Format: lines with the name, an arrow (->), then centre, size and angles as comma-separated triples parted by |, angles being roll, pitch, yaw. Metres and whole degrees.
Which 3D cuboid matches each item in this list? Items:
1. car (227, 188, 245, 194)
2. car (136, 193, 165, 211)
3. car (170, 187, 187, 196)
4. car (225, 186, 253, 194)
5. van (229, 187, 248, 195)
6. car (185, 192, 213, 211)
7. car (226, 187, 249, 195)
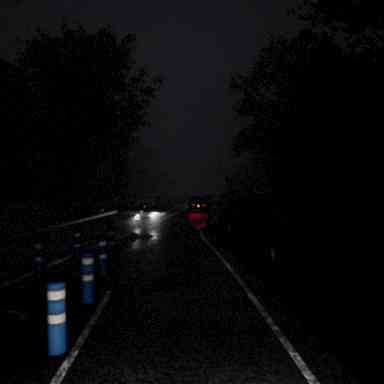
car -> 12.539, -0.232, 94.685 | 4.553, 1.767, 2.185 | 1, 1, -15
car -> -3.672, 0.861, 29.937 | 1.812, 1.442, 4.674 | 0, 2, 6
car -> -1.825, -0.013, 45.565 | 1.882, 1.535, 5.008 | 0, 2, 6
car -> 10.861, -0.302, 74.039 | 5.566, 2.045, 2.435 | 1, 0, -15
van -> 11.903, -0.301, 85.862 | 4.442, 1.987, 1.878 | 1, 0, -15
car -> 0.791, 0.835, 29.729 | 1.837, 1.490, 4.892 | 0, 2, 6
car -> 12.062, -0.336, 88.785 | 5.566, 2.045, 2.435 | 1, 0, -15
